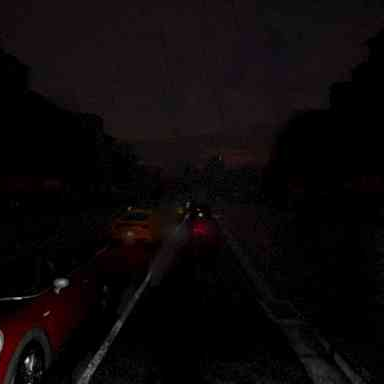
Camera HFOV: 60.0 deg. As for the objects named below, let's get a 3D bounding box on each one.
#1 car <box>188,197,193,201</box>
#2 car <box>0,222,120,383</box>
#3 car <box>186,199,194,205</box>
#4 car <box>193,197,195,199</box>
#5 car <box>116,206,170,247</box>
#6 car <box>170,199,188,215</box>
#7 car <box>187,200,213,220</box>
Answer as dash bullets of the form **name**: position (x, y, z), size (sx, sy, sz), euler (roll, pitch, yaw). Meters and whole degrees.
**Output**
- **car**: position (-1.278, 1.919, 53.702), size (1.967, 1.590, 4.097), euler (-1, -1, 2)
- **car**: position (-2.561, 1.457, 4.693), size (1.967, 1.590, 4.097), euler (-1, 0, 2)
- **car**: position (-0.561, 2.460, 80.925), size (1.802, 1.307, 4.206), euler (-1, -1, 2)
- **car**: position (-0.990, 2.182, 64.590), size (2.008, 1.369, 4.403), euler (-1, -1, 2)
- **car**: position (-2.367, 1.566, 15.674), size (1.882, 1.535, 5.008), euler (0, 0, 2)
- **car**: position (-1.708, 1.806, 37.195), size (1.752, 1.417, 4.829), euler (-1, -1, 2)
- **car**: position (0.826, 1.730, 30.586), size (1.837, 1.490, 4.892), euler (0, -1, 2)
